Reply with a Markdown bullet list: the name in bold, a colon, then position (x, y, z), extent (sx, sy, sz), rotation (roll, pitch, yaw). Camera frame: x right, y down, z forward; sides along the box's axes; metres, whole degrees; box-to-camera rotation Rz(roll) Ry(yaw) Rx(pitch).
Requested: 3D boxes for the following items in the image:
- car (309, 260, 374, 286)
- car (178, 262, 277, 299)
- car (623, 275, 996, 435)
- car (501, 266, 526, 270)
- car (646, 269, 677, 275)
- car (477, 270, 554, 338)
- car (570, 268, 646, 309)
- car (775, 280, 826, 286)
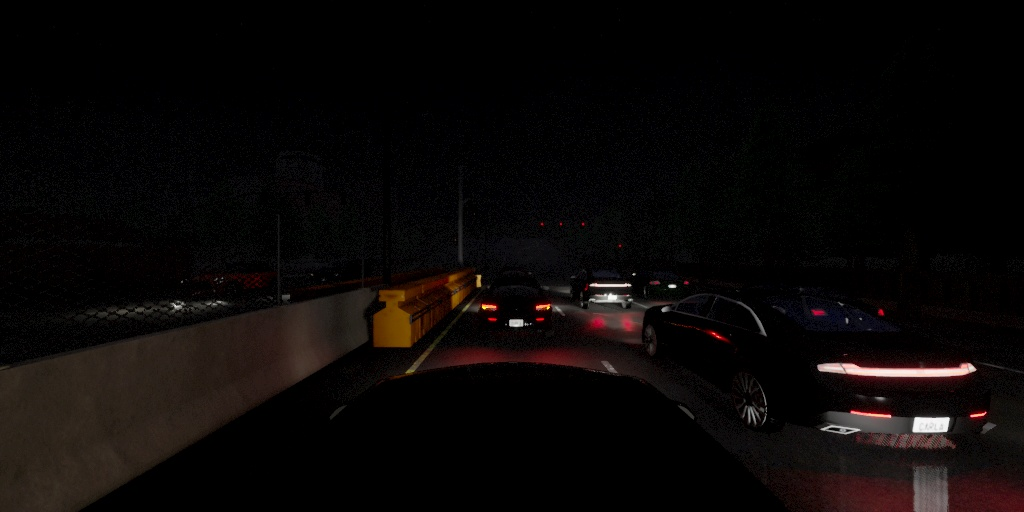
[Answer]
- **car**: position (-10.524, 0.944, 22.638), extent (2.033, 1.411, 5.357), rotation (0, 0, 0)
- **car**: position (-14.063, 1.101, 18.130), extent (2.097, 1.767, 4.553), rotation (0, 0, 0)
- **car**: position (3.600, 1.241, 5.515), extent (2.128, 1.511, 4.902), rotation (0, 0, 0)
- **car**: position (0.080, 1.276, 19.078), extent (1.812, 1.442, 4.674), rotation (0, 0, 0)
- **car**: position (7.082, 1.314, 17.848), extent (1.994, 1.385, 4.181), rotation (0, 0, 0)
- **car**: position (0.087, 1.276, 10.013), extent (1.812, 1.442, 4.674), rotation (0, 0, 0)
- **car**: position (3.575, 1.241, 14.944), extent (2.128, 1.511, 4.902), rotation (0, 0, 2)
- **car**: position (7.094, 1.314, 9.458), extent (1.994, 1.385, 4.181), rotation (0, 0, 0)
